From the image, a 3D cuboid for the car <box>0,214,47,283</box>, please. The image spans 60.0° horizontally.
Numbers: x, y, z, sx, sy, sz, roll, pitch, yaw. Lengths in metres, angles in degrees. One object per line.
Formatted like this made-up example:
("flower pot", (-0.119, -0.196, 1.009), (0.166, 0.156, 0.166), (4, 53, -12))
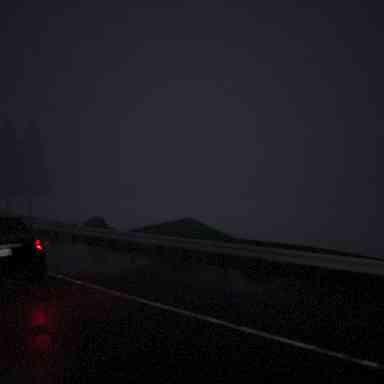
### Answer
("car", (-5.654, 1.290, 8.334), (4.553, 1.767, 2.097), (0, 0, 38))
